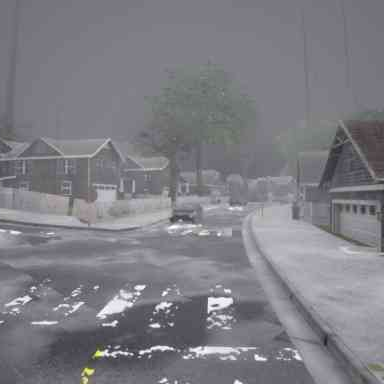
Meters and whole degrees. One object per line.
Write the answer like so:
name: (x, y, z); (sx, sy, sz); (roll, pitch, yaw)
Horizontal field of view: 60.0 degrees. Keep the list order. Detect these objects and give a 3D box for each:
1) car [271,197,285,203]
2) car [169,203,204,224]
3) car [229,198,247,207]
car: (19.434, 1.807, 75.243); (1.895, 1.301, 4.718); (-1, -1, 32)
car: (-0.273, 1.536, 25.097); (2.033, 1.411, 5.357); (0, 0, 11)
car: (7.074, 1.570, 50.837); (1.895, 1.301, 4.718); (0, 0, 21)
